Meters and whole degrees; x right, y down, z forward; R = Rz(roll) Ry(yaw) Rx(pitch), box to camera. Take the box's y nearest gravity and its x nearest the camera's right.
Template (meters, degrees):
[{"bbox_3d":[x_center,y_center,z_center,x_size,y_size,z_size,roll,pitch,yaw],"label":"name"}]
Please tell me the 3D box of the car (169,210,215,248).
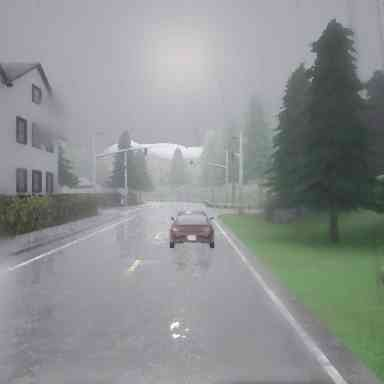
[{"bbox_3d":[0.000,1.532,14.650,1.812,1.442,4.674,0,0,0],"label":"car"}]
